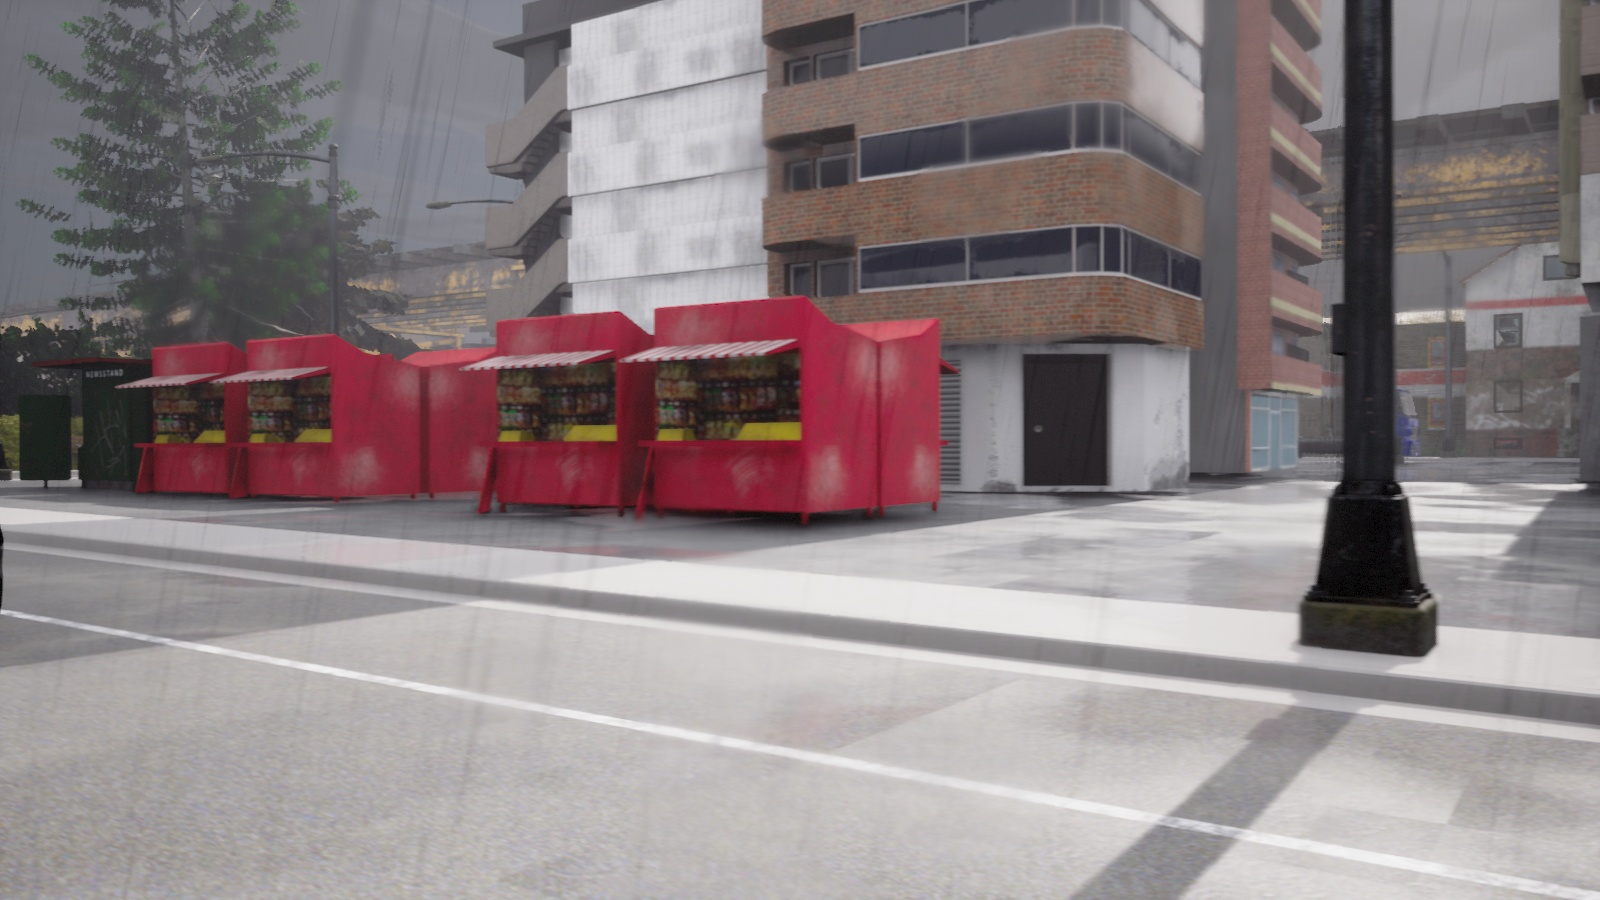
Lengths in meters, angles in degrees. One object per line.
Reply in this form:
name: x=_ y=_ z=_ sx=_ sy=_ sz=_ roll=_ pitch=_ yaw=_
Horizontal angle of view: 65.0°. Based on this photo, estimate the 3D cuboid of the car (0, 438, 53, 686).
car: x=-7.211 y=0.688 z=8.416 sx=4.892 sy=1.490 sz=1.837 roll=0 pitch=1 yaw=34

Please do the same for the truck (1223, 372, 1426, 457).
truck: x=23.494 y=-1.514 z=56.472 sx=7.936 sy=3.462 sz=2.891 roll=-1 pitch=0 yaw=34
